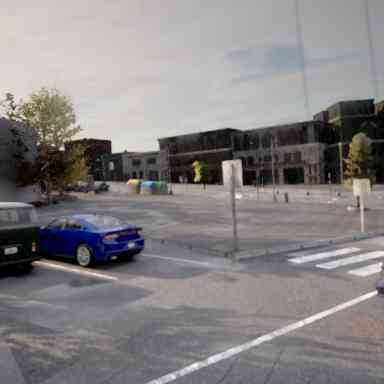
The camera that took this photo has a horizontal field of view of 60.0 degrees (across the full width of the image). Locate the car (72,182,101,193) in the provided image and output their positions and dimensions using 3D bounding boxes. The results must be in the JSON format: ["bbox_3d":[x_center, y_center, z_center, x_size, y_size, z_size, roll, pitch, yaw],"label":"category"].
[{"bbox_3d":[-17.790,-0.821,56.390,2.231,1.521,4.892,1,6,15],"label":"car"}]

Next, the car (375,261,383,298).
[{"bbox_3d":[5.912,1.519,7.081,5.357,1.411,2.033,0,0,-38],"label":"car"}]

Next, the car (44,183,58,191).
[{"bbox_3d":[-25.202,-1.310,61.206,2.185,1.767,4.553,0,6,13],"label":"car"}]

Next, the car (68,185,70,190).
[{"bbox_3d":[-20.249,-0.907,58.032,2.002,1.452,4.674,0,6,14],"label":"car"}]

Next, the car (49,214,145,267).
[{"bbox_3d":[-3.862,1.486,11.407,5.008,1.535,2.097,-1,0,35],"label":"car"}]

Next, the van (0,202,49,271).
[{"bbox_3d":[-6.407,1.271,9.737,4.442,1.987,1.878,-1,0,35],"label":"van"}]

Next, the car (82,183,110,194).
[{"bbox_3d":[-15.365,-0.658,54.689,2.163,1.488,4.792,1,6,15],"label":"car"}]
